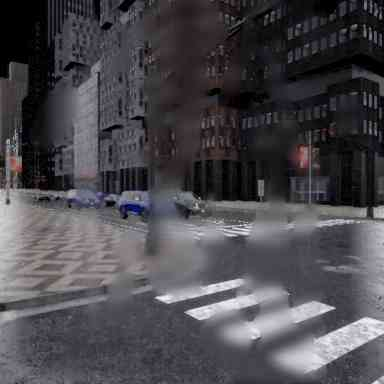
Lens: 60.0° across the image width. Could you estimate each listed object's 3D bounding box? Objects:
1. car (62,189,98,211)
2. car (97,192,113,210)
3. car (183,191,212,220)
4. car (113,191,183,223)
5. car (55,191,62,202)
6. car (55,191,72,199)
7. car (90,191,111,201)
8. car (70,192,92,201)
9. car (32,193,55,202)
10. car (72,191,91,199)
[{"bbox_3d":[-11.324,0.759,34.515,2.150,2.045,5.566,0,1,-36],"label":"car"},{"bbox_3d":[-7.831,1.045,35.237,2.128,1.511,4.902,0,1,-36],"label":"car"},{"bbox_3d":[-0.780,0.946,25.543,2.150,2.045,5.566,0,1,-34],"label":"car"},{"bbox_3d":[-3.265,0.954,23.416,2.150,2.045,5.566,0,1,-36],"label":"car"},{"bbox_3d":[-20.400,0.727,52.702,2.128,1.511,4.902,0,1,-36],"label":"car"},{"bbox_3d":[-25.144,0.508,64.941,1.882,1.535,5.008,0,1,-36],"label":"car"},{"bbox_3d":[-15.831,0.682,57.649,1.882,1.535,5.008,0,1,-36],"label":"car"},{"bbox_3d":[-18.934,0.743,56.417,2.033,1.411,5.357,0,1,-36],"label":"car"},{"bbox_3d":[-22.716,0.847,50.351,1.895,1.301,4.718,0,1,-36],"label":"car"},{"bbox_3d":[-21.996,0.530,66.138,2.128,1.511,4.902,0,1,-36],"label":"car"}]
